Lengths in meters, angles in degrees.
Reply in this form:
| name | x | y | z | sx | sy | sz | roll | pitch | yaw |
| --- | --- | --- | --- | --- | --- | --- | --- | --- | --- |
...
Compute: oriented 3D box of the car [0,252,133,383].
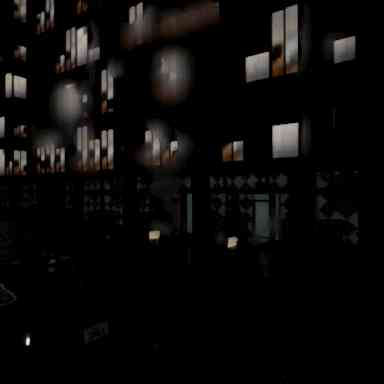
| name | x | y | z | sx | sy | sz | roll | pitch | yaw |
| --- | --- | --- | --- | --- | --- | --- | --- | --- | --- |
| car | -2.733 | 1.563 | 4.836 | 4.313 | 1.339 | 1.947 | 0 | 0 | 36 |
